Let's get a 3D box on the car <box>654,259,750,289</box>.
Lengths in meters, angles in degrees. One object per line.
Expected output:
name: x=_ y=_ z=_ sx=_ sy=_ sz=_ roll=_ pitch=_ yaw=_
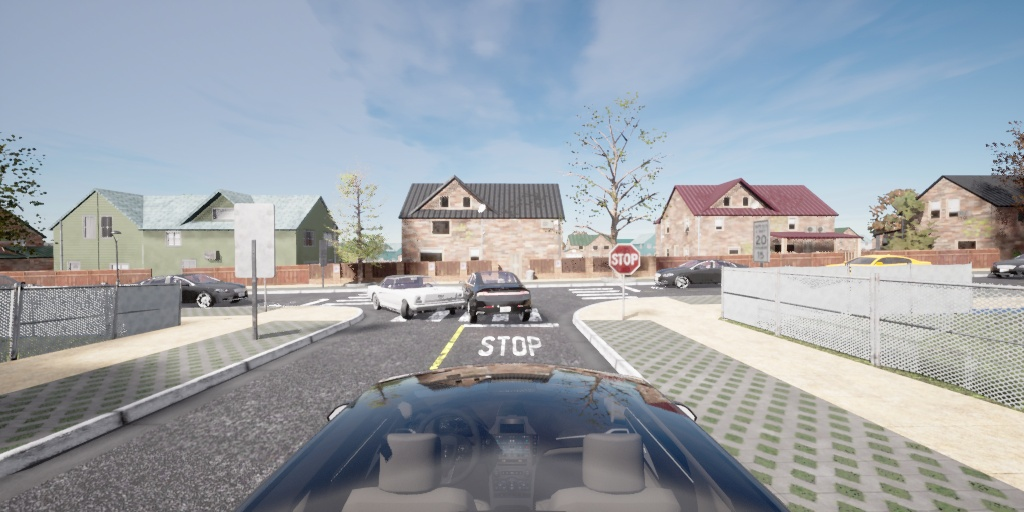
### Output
car: x=10.331 y=0.926 z=19.545 sx=4.902 sy=1.511 sz=2.128 roll=-1 pitch=1 yaw=0

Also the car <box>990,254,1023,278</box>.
car: x=29.386 y=0.478 z=19.618 sx=4.902 sy=1.511 sz=2.128 roll=-1 pitch=1 yaw=0

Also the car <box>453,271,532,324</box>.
car: x=-0.685 y=1.243 z=12.137 sx=2.128 sy=1.511 sz=4.902 roll=0 pitch=0 yaw=-12

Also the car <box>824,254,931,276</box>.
car: x=19.761 y=0.690 z=19.582 sx=5.008 sy=1.535 sz=1.882 roll=-1 pitch=1 yaw=-1

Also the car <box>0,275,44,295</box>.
car: x=-24.239 y=1.648 z=16.451 sx=4.553 sy=1.767 sz=2.097 roll=-1 pitch=1 yaw=0

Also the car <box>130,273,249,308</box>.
car: x=-14.902 y=1.566 z=16.491 sx=4.902 sy=1.511 sz=2.128 roll=-1 pitch=1 yaw=0

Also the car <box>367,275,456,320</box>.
car: x=-3.601 y=1.368 z=12.996 sx=1.895 sy=1.301 sz=4.718 roll=0 pitch=0 yaw=-38
